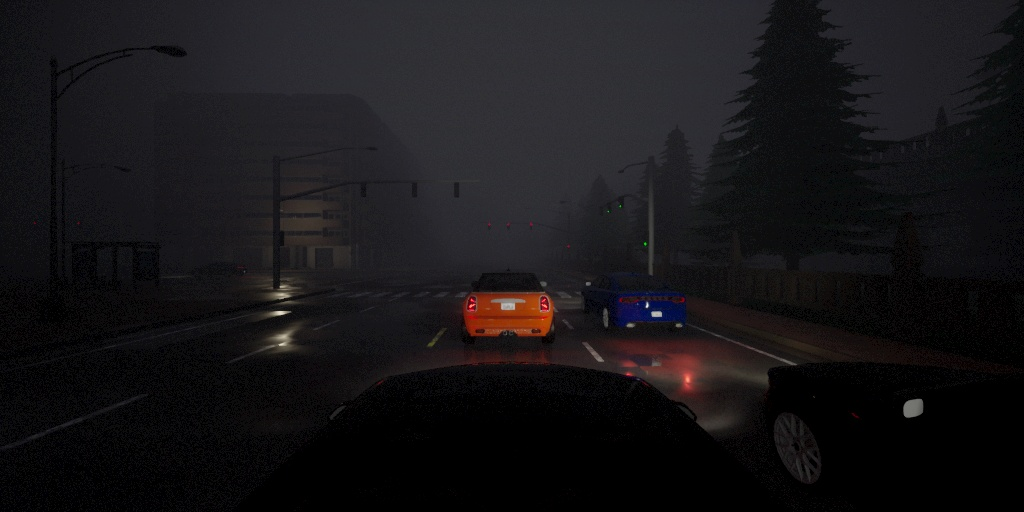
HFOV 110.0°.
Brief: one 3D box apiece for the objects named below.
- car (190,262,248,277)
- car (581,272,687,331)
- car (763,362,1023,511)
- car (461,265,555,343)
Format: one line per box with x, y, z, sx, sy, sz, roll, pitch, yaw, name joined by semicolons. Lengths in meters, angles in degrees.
-29.065;1.310;35.630;4.892;1.490;1.837;0;0;-1;car
3.419;1.228;10.969;1.882;1.535;5.008;0;0;0;car
3.288;1.228;1.443;1.882;1.535;5.008;0;0;3;car
-0.081;1.102;9.825;2.097;1.767;4.553;0;0;0;car
